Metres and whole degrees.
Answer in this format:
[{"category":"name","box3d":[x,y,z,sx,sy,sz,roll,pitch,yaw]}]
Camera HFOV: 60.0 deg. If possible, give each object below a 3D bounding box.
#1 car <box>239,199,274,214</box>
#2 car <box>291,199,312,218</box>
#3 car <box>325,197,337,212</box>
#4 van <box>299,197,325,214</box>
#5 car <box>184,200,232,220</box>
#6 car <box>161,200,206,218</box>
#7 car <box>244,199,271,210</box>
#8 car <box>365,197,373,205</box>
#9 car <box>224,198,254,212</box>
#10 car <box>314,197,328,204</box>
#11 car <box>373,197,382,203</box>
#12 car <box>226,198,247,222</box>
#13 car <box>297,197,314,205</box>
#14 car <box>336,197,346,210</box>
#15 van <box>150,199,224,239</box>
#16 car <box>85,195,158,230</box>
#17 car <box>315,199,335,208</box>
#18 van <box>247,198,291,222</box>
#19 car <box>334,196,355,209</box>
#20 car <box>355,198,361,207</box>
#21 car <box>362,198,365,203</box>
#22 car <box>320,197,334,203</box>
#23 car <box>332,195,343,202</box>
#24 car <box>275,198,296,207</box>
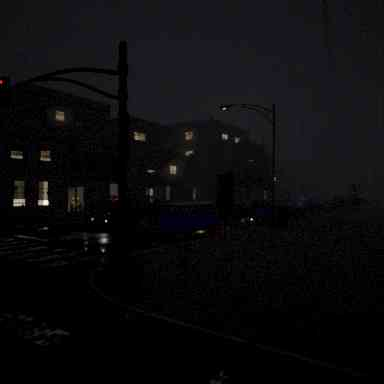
[{"category":"car","box3d":[7.509,1.575,38.520,2.128,1.511,4.902,1,0,35]},{"category":"car","box3d":[9.427,1.656,31.206,1.887,1.381,4.507,0,0,35]},{"category":"car","box3d":[15.879,1.671,40.379,1.752,1.417,4.829,0,0,35]},{"category":"van","box3d":[12.605,1.469,35.723,1.690,1.788,3.998,0,0,35]},{"category":"car","box3d":[1.551,1.530,30.064,1.882,1.535,5.008,1,0,35]},{"category":"car","box3d":[-0.691,1.559,31.388,1.752,1.417,4.829,0,0,35]},{"category":"car","box3d":[8.937,1.629,45.077,1.887,1.381,4.507,0,0,35]},{"category":"car","box3d":[34.842,1.810,67.338,1.887,1.381,4.507,0,0,35]},{"category":"car","box3d":[5.762,1.507,40.560,1.967,1.590,4.097,0,0,35]},{"category":"car","box3d":[27.900,1.729,72.035,1.752,1.417,4.829,0,0,35]},{"category":"car","box3d":[44.373,1.900,80.887,1.947,1.339,4.313,0,0,35]},{"category":"car","box3d":[3.616,1.565,27.451,2.128,1.511,4.902,1,0,35]},{"category":"car","box3d":[21.645,1.706,63.141,1.887,1.381,4.507,0,0,35]},{"category":"car","box3d":[18.958,1.729,44.756,1.947,1.339,4.313,0,0,35]},{"category":"van","box3d":[-0.102,1.407,17.658,1.690,1.788,3.998,0,0,35]},{"category":"car","box3d":[-4.262,1.248,21.802,2.150,2.045,5.566,1,0,35]},{"category":"car","box3d":[20.755,1.769,51.809,1.895,1.301,4.718,1,0,35]},{"category":"van","box3d":[6.252,1.436,26.691,1.690,1.788,3.998,0,0,35]},{"category":"car","box3d":[22.136,1.497,49.273,2.192,1.841,5.009,0,0,35]},{"category":"car","box3d":[25.313,1.517,53.790,2.192,1.841,5.009,0,0,35]},{"category":"car","box3d":[28.587,1.748,58.445,1.752,1.417,4.829,0,0,35]},{"category":"car","box3d":[31.174,1.793,76.690,1.947,1.339,4.313,0,0,35]},{"category":"car","box3d":[37.529,1.713,85.723,1.967,1.590,4.097,0,0,35]},{"category":"car","box3d":[15.291,1.666,54.108,1.887,1.381,4.507,0,0,35]}]
